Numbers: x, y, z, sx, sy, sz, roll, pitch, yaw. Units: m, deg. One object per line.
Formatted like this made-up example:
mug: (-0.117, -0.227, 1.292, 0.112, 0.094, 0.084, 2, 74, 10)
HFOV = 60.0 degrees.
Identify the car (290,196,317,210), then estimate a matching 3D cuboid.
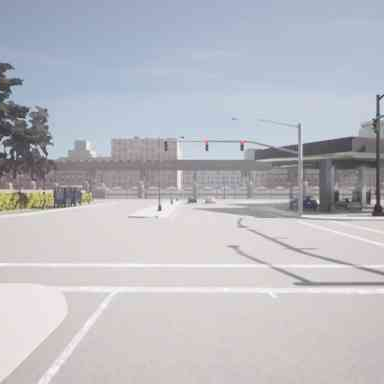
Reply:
car: (13.249, 1.288, 39.729, 2.242, 1.667, 4.611, 0, 0, 0)

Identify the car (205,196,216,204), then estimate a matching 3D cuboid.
car: (3.563, 1.514, 64.414, 1.812, 1.442, 4.674, 0, 0, 0)

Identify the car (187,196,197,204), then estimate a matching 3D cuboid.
car: (0.063, 1.536, 64.417, 2.033, 1.411, 5.357, 0, 0, 0)

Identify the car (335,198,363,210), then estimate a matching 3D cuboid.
car: (18.995, 1.448, 40.486, 1.970, 1.475, 3.806, 0, 0, 0)
